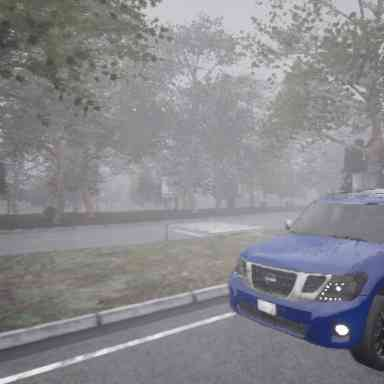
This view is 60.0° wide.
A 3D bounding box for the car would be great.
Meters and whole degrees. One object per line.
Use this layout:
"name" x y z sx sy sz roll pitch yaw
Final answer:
"car" 3.210 1.016 6.025 5.566 2.045 2.150 -4 1 -36
